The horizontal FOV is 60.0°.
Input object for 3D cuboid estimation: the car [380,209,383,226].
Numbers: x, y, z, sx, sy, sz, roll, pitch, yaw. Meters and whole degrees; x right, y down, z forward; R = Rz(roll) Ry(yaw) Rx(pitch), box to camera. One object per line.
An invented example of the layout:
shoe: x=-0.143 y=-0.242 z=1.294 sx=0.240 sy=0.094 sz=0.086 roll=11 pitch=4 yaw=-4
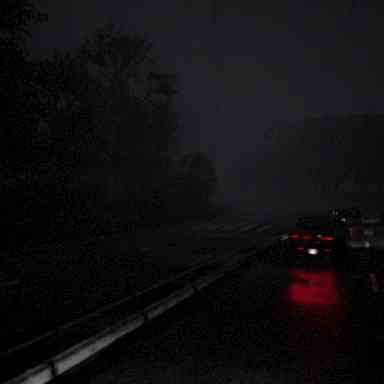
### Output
car: x=15.263 y=1.691 z=24.896 sx=1.882 sy=1.535 sz=5.008 roll=0 pitch=0 yaw=32

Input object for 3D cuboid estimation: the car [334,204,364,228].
car: x=12.055 y=1.718 z=25.898 sx=1.837 sy=1.490 sz=4.892 roll=0 pitch=0 yaw=32

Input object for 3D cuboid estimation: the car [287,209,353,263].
car: x=4.894 y=1.615 z=12.607 sx=1.837 sy=1.490 sz=4.892 roll=0 pitch=0 yaw=27
